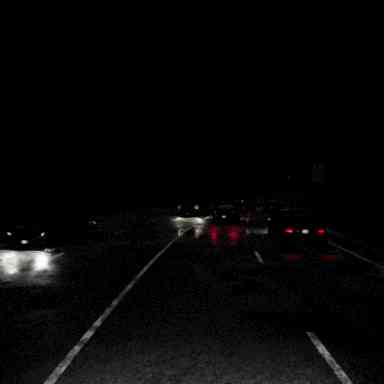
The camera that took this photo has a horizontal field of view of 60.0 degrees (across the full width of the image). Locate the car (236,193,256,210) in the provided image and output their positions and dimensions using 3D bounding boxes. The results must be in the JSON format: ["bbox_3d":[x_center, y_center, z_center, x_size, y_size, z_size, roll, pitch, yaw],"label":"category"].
[{"bbox_3d":[6.817,1.207,42.461,2.150,2.045,5.566,0,0,16],"label":"car"}]

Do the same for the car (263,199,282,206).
[{"bbox_3d":[8.938,1.476,37.168,1.882,1.535,5.008,0,0,15],"label":"car"}]

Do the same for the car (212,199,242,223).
[{"bbox_3d":[2.599,1.512,25.111,1.812,1.442,4.674,0,0,10],"label":"car"}]

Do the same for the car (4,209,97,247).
[{"bbox_3d":[-6.138,1.519,15.346,2.033,1.411,5.357,0,0,6],"label":"car"}]

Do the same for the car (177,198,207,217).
[{"bbox_3d":[0.062,1.325,31.161,2.097,1.767,4.553,0,0,13],"label":"car"}]

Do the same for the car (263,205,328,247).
[{"bbox_3d":[4.587,1.547,15.108,2.033,1.411,5.357,0,0,7],"label":"car"}]
